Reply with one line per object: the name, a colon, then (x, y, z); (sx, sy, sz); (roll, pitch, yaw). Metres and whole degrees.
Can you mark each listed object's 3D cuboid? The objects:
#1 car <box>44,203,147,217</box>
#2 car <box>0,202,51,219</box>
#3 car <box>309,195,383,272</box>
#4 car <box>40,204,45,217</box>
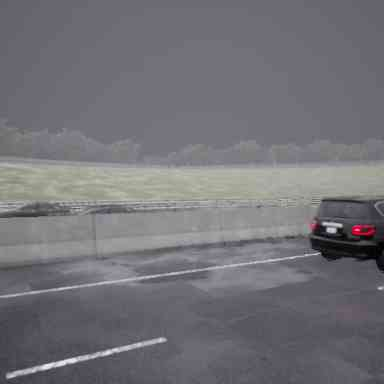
car: (-4.576, 1.425, 16.786); (4.892, 1.490, 1.837); (0, 0, -28)
car: (-10.332, 1.427, 21.650); (4.892, 1.490, 1.837); (0, 0, -28)
car: (6.192, 1.124, 10.401); (5.566, 2.045, 2.150); (0, 0, -28)
car: (-6.264, 1.511, 19.853); (4.718, 1.301, 1.895); (-1, 0, -28)
